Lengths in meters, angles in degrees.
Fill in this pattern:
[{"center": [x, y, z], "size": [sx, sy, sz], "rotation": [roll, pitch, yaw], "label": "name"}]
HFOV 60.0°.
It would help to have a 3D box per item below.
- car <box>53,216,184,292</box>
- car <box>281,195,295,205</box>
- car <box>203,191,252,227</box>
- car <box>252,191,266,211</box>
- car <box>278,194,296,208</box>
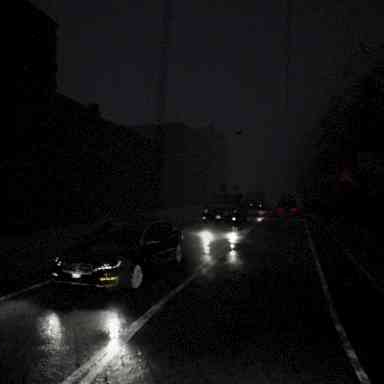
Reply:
[{"center": [-1.663, 1.478, 9.133], "size": [1.837, 1.490, 4.892], "rotation": [0, 0, 17], "label": "car"}, {"center": [15.280, 1.163, 52.757], "size": [2.033, 1.411, 5.357], "rotation": [0, 0, 17], "label": "car"}, {"center": [2.375, 1.090, 22.279], "size": [2.150, 2.045, 5.566], "rotation": [0, 1, 18], "label": "car"}, {"center": [6.979, 0.959, 37.188], "size": [2.150, 2.045, 5.566], "rotation": [0, 1, 17], "label": "car"}, {"center": [12.308, 1.046, 43.171], "size": [2.097, 1.767, 4.553], "rotation": [0, 1, 17], "label": "car"}]
